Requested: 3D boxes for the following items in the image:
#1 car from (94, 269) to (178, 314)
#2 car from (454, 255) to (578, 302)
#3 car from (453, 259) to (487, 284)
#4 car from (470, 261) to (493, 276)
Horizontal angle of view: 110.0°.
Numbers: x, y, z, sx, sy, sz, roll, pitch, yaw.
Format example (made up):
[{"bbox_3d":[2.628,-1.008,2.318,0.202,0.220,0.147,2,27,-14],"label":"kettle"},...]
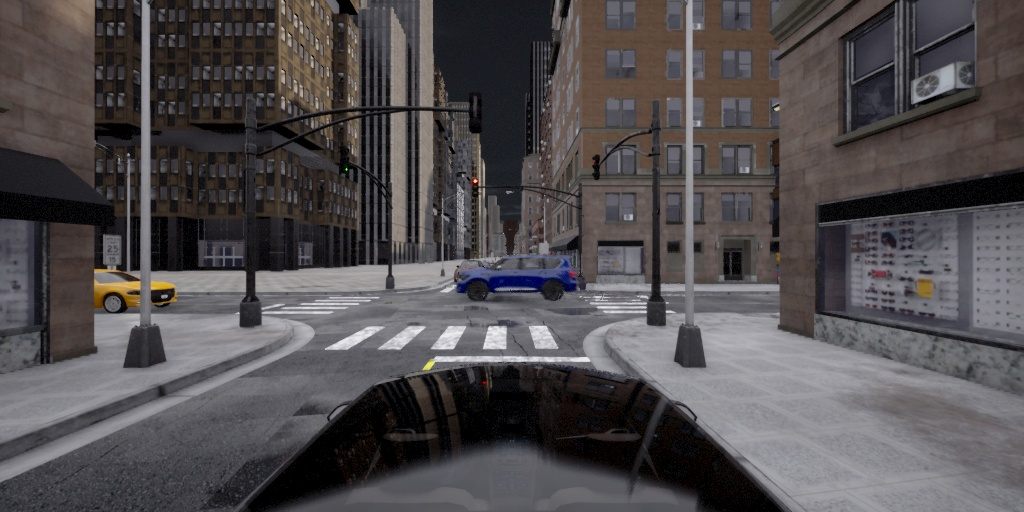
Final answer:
[{"bbox_3d":[-15.367,1.232,13.261,5.008,1.535,1.882,0,0,0],"label":"car"},{"bbox_3d":[0.247,0.974,16.600,5.566,2.045,2.150,0,0,-1],"label":"car"},{"bbox_3d":[-3.156,1.102,27.828,2.097,1.767,4.553,0,0,0],"label":"car"},{"bbox_3d":[-3.171,1.297,38.087,2.033,1.411,5.357,0,0,0],"label":"car"}]
